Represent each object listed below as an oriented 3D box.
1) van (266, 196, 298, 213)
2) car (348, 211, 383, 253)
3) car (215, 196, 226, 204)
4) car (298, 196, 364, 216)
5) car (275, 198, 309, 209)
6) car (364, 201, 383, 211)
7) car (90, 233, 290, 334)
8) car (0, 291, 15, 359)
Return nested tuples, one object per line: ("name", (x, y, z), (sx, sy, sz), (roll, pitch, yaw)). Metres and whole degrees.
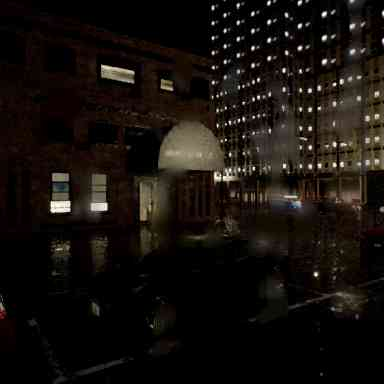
("van", (9.959, 1.326, 36.287), (1.690, 1.788, 3.998), (0, 0, -35))
("car", (8.031, 1.543, 12.430), (4.507, 1.381, 1.887), (0, 0, -35))
("car", (4.086, 1.437, 59.407), (1.752, 1.417, 4.829), (0, 0, -35))
("car", (13.123, 1.308, 31.738), (2.192, 1.841, 5.009), (0, 0, -35))
("car", (13.676, 1.514, 45.622), (1.802, 1.307, 4.206), (0, 0, -35))
("car", (20.004, 1.499, 36.525), (2.008, 1.369, 4.403), (0, 0, -35))
("car", (0.185, 1.565, 6.764), (4.313, 1.339, 1.947), (0, 0, -35))
("car", (-4.282, 1.440, 3.516), (4.097, 1.590, 1.967), (0, 0, -35))
